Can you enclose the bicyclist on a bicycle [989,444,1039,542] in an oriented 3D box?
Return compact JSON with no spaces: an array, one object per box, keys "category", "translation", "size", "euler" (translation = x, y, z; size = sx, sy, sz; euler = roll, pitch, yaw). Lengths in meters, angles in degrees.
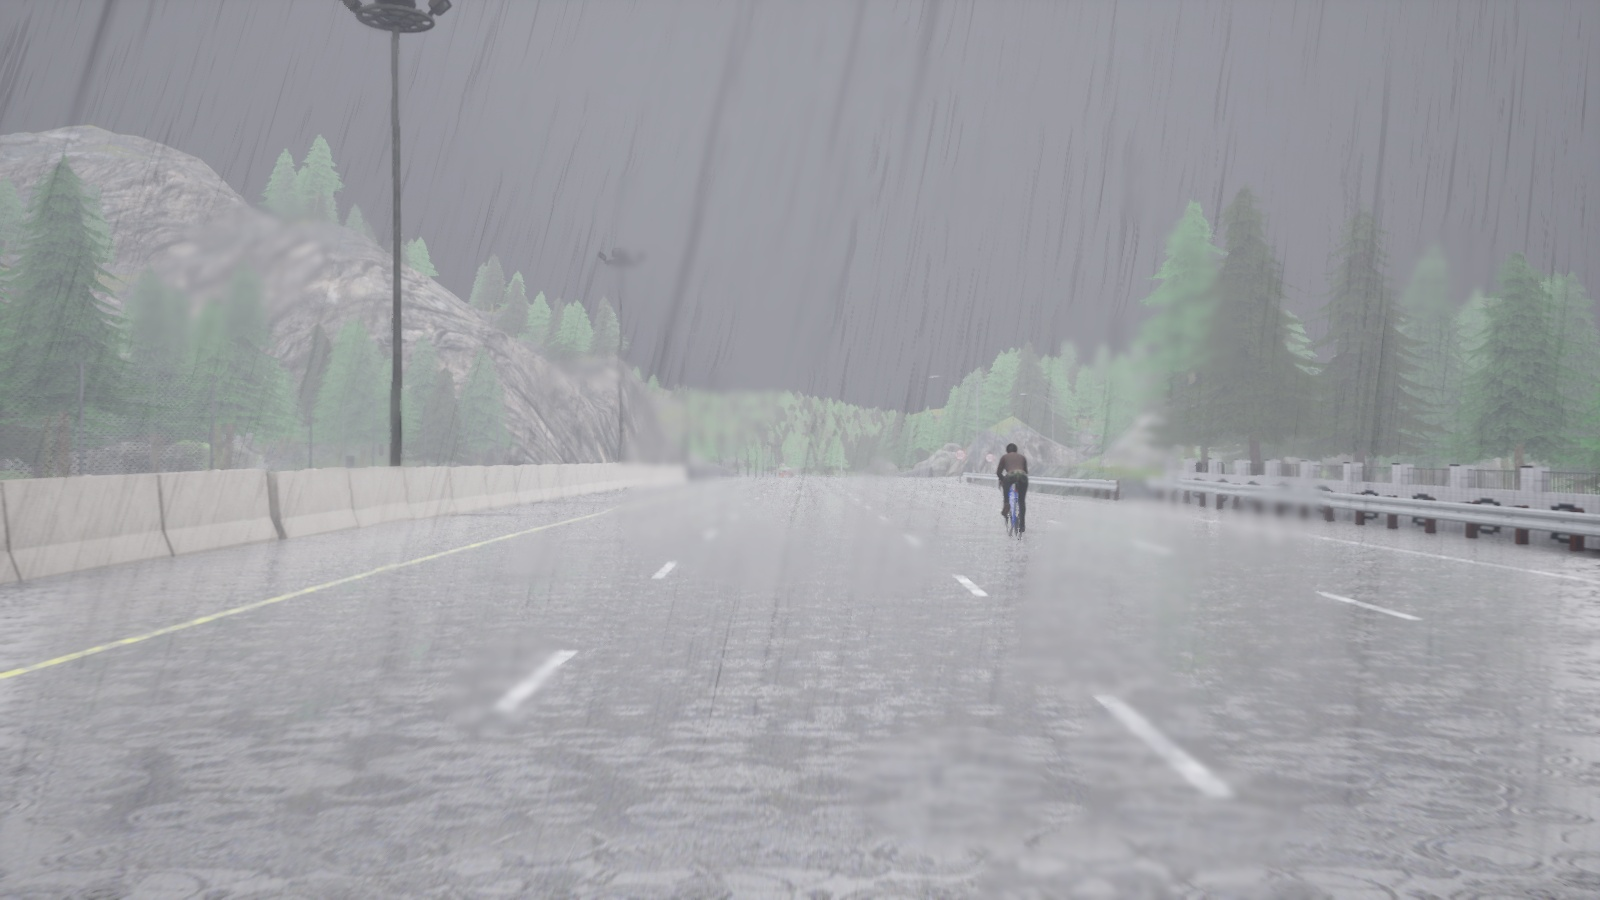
[{"category":"bicyclist on a bicycle","translation":[3.637,0.717,21.477],"size":[0.582,1.620,1.656],"euler":[0,-1,0]}]
